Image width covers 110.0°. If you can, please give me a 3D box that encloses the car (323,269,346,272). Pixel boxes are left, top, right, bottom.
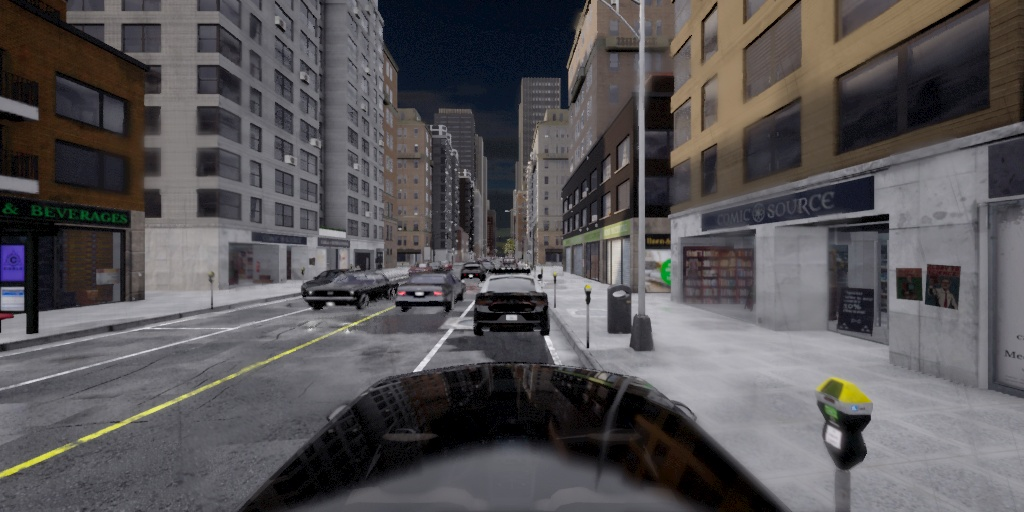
[{"bbox_3d":[-8.806,1.316,18.204,1.948,1.339,4.313,0,0,0],"label":"car"}]

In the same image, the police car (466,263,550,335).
[{"bbox_3d":[-0.008,1.175,10.608,1.930,1.638,5.238,0,0,0],"label":"police car"}]

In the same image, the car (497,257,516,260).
[{"bbox_3d":[-0.270,1.066,40.308,2.192,1.841,5.009,0,0,0],"label":"car"}]

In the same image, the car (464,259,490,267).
[{"bbox_3d":[-3.132,1.255,29.744,1.837,1.490,4.892,0,0,0],"label":"car"}]

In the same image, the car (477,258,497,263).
[{"bbox_3d":[-3.027,1.315,43.359,1.994,1.385,4.181,0,0,0],"label":"car"}]

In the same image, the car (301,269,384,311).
[{"bbox_3d":[-6.246,1.351,14.550,1.895,1.301,4.718,0,0,0],"label":"car"}]

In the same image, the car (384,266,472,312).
[{"bbox_3d":[-3.039,1.297,14.287,2.033,1.411,5.357,0,0,0],"label":"car"}]

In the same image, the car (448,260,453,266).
[{"bbox_3d":[-8.794,1.191,45.830,1.967,1.591,4.097,0,0,0],"label":"car"}]

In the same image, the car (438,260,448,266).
[{"bbox_3d":[-8.796,1.317,40.305,1.948,1.339,4.313,0,0,0],"label":"car"}]

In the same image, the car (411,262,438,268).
[{"bbox_3d":[-8.799,1.333,34.780,1.802,1.307,4.207,0,0,0],"label":"car"}]
